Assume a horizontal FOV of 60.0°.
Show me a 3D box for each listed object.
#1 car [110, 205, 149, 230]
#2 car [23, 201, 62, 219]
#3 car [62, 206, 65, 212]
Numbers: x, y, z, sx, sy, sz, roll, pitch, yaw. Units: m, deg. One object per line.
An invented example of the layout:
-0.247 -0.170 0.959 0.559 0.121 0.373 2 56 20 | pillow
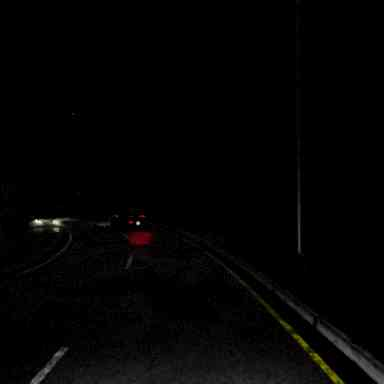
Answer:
-4.374 1.696 22.910 1.837 1.490 4.892 1 0 -25 | car
-14.704 1.663 31.857 1.882 1.535 5.008 1 0 -45 | car
-16.372 1.698 37.211 5.357 1.411 2.033 1 0 39 | car
